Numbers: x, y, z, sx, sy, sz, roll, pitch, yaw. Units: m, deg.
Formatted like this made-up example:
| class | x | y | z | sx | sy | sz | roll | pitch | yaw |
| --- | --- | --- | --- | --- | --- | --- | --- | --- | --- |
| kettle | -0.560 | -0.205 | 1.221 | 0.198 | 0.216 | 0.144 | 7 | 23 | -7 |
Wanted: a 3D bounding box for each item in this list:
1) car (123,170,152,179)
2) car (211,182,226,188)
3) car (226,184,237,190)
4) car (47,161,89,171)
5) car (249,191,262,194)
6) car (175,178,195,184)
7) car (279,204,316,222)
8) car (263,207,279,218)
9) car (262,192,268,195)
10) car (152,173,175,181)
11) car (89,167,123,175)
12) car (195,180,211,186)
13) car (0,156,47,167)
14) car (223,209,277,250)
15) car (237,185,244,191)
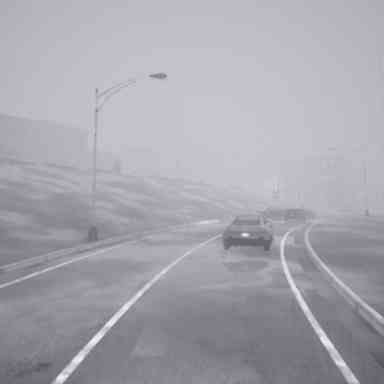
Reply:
| class | x | y | z | sx | sy | sz | roll | pitch | yaw |
| --- | --- | --- | --- | --- | --- | --- | --- | --- | --- |
| car | -9.017 | -2.427 | 50.565 | 2.097 | 1.535 | 5.008 | -3 | -5 | 40 |
| car | 4.203 | -1.165 | 68.339 | 2.231 | 1.521 | 4.892 | -2 | -5 | 35 |
| car | 7.312 | -0.941 | 73.036 | 2.185 | 1.767 | 4.553 | -2 | -5 | 33 |
| car | -16.189 | -3.024 | 42.119 | 2.231 | 1.521 | 4.892 | -3 | -5 | 42 |
| car | 15.911 | 0.413 | 87.234 | 2.002 | 1.452 | 4.674 | -2 | -5 | 30 |
| car | -2.130 | -1.767 | 59.438 | 2.163 | 1.488 | 4.792 | -2 | -5 | 37 |
| car | 10.181 | 1.909 | 31.232 | 1.882 | 1.535 | 5.008 | -2 | -3 | 34 |
| car | 8.336 | 2.200 | 35.101 | 1.895 | 1.301 | 4.718 | -2 | -3 | 36 |
| car | 18.579 | 0.860 | 92.072 | 2.002 | 1.452 | 4.674 | -2 | -5 | 28 |
| car | -5.583 | -2.245 | 54.890 | 2.185 | 1.767 | 4.553 | -3 | -5 | 38 |
| car | -12.558 | -2.690 | 46.301 | 2.002 | 1.452 | 4.674 | -3 | -5 | 41 |
| car | 1.113 | -1.441 | 63.893 | 2.002 | 1.452 | 4.674 | -2 | -5 | 36 |
| car | -19.880 | -3.295 | 38.024 | 2.231 | 1.521 | 4.892 | -3 | -5 | 42 |
| car | 2.643 | 1.687 | 15.058 | 1.994 | 1.385 | 4.181 | -1 | -1 | 16 |
| car | 10.321 | -0.692 | 77.766 | 2.435 | 2.045 | 5.566 | -2 | -5 | 32 |
